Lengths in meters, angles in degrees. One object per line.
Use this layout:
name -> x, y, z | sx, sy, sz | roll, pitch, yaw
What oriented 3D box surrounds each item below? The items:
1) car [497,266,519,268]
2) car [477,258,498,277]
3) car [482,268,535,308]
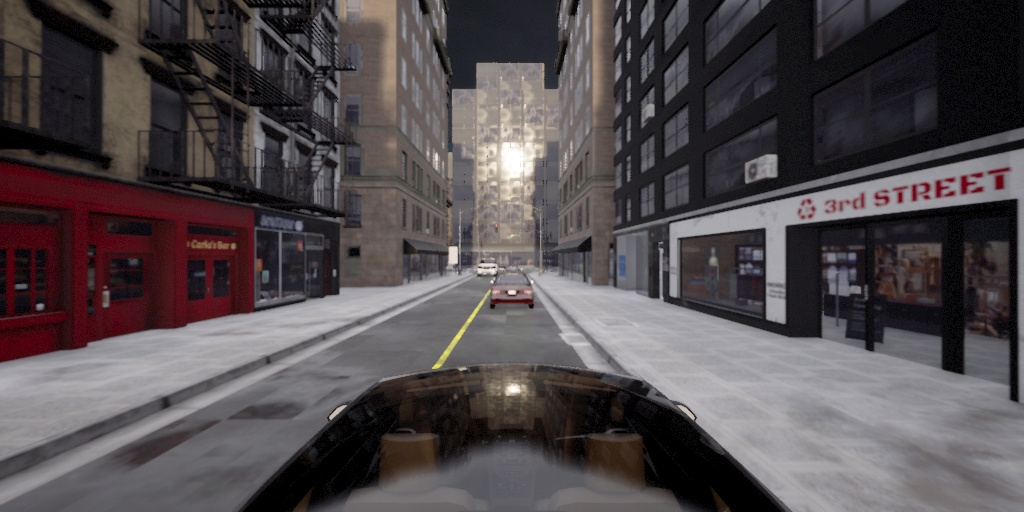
car -> 0.001, 1.557, 31.133 | 1.994, 1.385, 4.181 | 0, 0, 0
car -> -2.754, 1.277, 41.542 | 2.150, 2.045, 5.566 | 0, -1, 0
car -> 0.000, 1.422, 15.831 | 2.033, 1.411, 5.357 | 0, 0, 0
